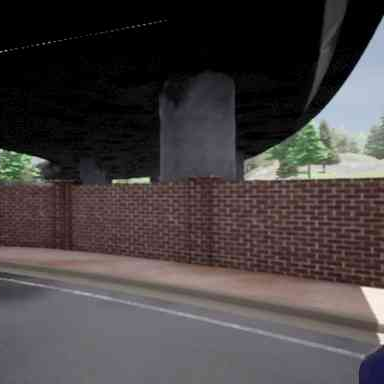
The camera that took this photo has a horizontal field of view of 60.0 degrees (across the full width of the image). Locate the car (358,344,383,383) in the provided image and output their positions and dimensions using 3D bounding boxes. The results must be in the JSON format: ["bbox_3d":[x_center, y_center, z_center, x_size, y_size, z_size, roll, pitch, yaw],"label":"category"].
[{"bbox_3d":[3.275,1.477,1.436,4.674,1.442,1.812,0,0,37],"label":"car"}]
